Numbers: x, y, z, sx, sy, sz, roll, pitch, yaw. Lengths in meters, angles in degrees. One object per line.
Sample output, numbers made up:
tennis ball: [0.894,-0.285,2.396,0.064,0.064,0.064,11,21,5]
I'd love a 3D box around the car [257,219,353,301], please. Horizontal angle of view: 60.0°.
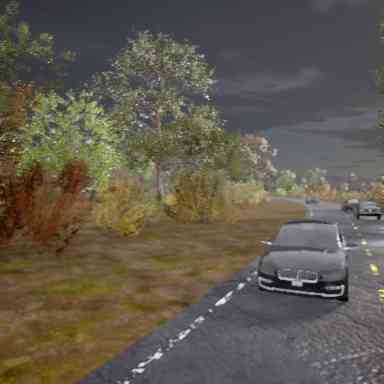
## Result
car: [3.047,1.512,8.594,1.837,1.490,4.892,0,0,25]

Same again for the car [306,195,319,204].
car: [23.146,1.404,63.989,2.097,1.767,4.553,0,0,14]

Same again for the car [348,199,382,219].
car: [15.294,1.578,29.178,2.033,1.411,5.357,0,0,21]

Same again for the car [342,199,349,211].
car: [19.238,1.564,40.069,1.812,1.442,4.674,0,0,18]
